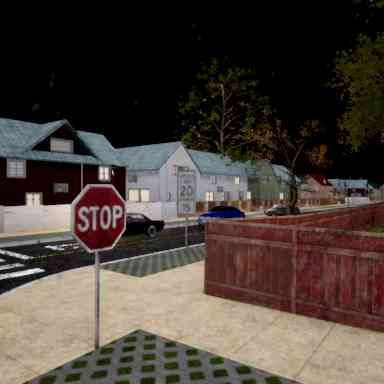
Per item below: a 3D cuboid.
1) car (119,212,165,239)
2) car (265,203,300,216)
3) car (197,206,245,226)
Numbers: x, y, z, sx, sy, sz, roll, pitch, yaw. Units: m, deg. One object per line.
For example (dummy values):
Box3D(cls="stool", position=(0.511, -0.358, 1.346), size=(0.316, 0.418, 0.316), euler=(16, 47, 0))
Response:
Box3D(cls="car", position=(-3.588, 1.728, 16.785), size=(1.895, 1.301, 4.718), euler=(0, -1, 36))
Box3D(cls="car", position=(9.350, 1.880, 33.960), size=(2.033, 1.411, 5.357), euler=(0, 0, 37))
Box3D(cls="car", position=(2.296, 1.747, 24.622), size=(1.812, 1.442, 4.674), euler=(0, 0, 37))
